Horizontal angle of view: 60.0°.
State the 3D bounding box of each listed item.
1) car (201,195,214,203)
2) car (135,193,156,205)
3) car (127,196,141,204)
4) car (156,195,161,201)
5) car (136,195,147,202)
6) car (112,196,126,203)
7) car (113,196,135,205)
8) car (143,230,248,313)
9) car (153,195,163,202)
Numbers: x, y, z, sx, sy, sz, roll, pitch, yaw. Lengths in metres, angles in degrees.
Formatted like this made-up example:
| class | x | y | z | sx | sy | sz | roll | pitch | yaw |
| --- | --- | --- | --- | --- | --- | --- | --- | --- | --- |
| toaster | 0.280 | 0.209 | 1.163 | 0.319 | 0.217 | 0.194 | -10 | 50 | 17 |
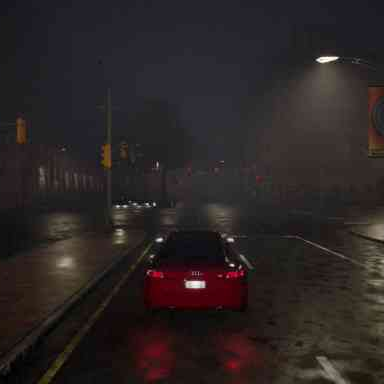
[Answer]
| class | x | y | z | sx | sy | sz | roll | pitch | yaw |
| --- | --- | --- | --- | --- | --- | --- | --- | --- | --- |
| car | 3.520 | 1.560 | 70.332 | 1.994 | 1.385 | 4.181 | 0 | 0 | 0 |
| car | -8.114 | 1.221 | 58.599 | 2.150 | 2.045 | 5.566 | 0 | 0 | 0 |
| car | -11.565 | 1.564 | 66.178 | 1.994 | 1.385 | 4.181 | 0 | 0 | 0 |
| car | -8.044 | 1.601 | 68.399 | 1.895 | 1.301 | 4.718 | 0 | 0 | 0 |
| car | -11.544 | 1.478 | 76.597 | 1.882 | 1.535 | 5.008 | 0 | 0 | 0 |
| car | -14.789 | 1.595 | 67.840 | 1.895 | 1.301 | 4.718 | 0 | 0 | 0 |
| car | -11.615 | 1.564 | 56.884 | 1.994 | 1.385 | 4.181 | 0 | 0 | 0 |
| car | 0.070 | 1.564 | 7.736 | 1.994 | 1.385 | 4.181 | 0 | 0 | 0 |
| car | -8.045 | 1.500 | 78.602 | 1.837 | 1.490 | 4.892 | 0 | 0 | 0 |
